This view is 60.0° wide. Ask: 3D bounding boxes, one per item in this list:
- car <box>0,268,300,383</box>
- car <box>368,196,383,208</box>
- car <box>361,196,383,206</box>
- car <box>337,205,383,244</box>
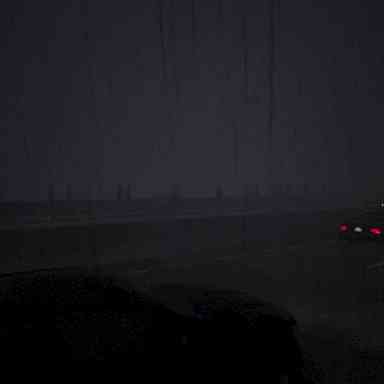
[{"bbox_3d":[-1.114,1.473,2.951,5.008,1.535,1.882,-1,0,-35],"label":"car"},{"bbox_3d":[24.910,1.271,43.176,4.181,1.385,1.994,0,0,-35],"label":"car"},{"bbox_3d":[19.805,1.268,35.296,4.892,1.490,1.837,0,0,-35],"label":"car"},{"bbox_3d":[8.291,1.452,13.957,5.357,1.411,2.033,0,0,-36],"label":"car"}]
